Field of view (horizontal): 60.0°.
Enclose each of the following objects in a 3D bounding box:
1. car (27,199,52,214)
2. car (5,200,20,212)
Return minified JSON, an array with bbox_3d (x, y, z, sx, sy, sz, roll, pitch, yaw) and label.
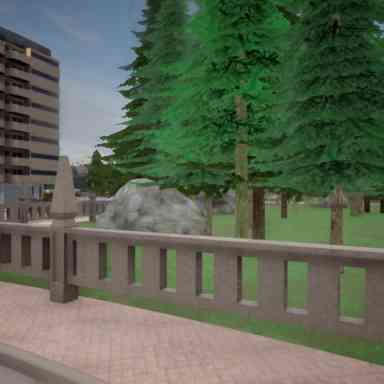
[{"bbox_3d":[-15.486,1.619,36.155,1.994,1.385,4.181,0,0,25],"label":"car"},{"bbox_3d":[-18.672,1.557,37.606,1.837,1.490,4.892,0,1,25],"label":"car"}]
